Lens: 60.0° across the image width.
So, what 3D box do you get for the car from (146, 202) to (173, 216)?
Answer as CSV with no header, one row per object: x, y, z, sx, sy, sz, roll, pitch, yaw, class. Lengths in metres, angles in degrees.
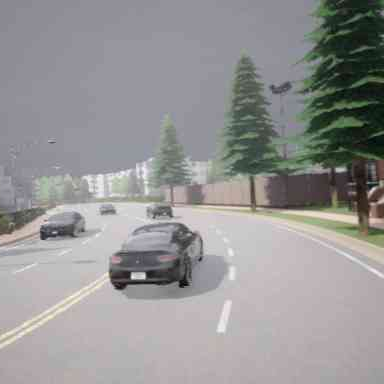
-3.123,1.696,31.321,1.837,1.490,4.892,-3,0,-17,car

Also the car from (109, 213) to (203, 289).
-0.805,1.574,9.279,1.812,1.442,4.674,-3,0,8,car

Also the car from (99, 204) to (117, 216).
-11.007,2.237,43.204,2.033,1.411,5.357,-4,0,-19,car

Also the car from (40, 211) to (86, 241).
-7.877,1.972,20.648,1.882,1.535,5.008,-3,0,-9,car
